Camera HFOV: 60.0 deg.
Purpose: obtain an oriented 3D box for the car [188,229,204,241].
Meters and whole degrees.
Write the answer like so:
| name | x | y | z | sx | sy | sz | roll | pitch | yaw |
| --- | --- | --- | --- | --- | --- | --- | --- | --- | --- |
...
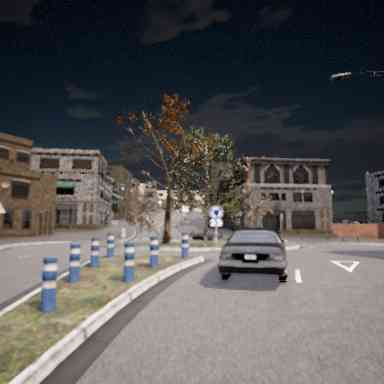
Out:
| name | x | y | z | sx | sy | sz | roll | pitch | yaw |
| --- | --- | --- | --- | --- | --- | --- | --- | --- | --- |
| car | 1.270 | 5.253 | 40.130 | 4.902 | 1.511 | 2.128 | 0 | -7 | 0 |

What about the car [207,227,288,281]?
| name | x | y | z | sx | sy | sz | roll | pitch | yaw |
| --- | --- | --- | --- | --- | --- | --- | --- | --- | --- |
| car | 2.035 | 1.830 | 10.576 | 2.033 | 1.411 | 5.357 | -2 | -5 | 14 |
